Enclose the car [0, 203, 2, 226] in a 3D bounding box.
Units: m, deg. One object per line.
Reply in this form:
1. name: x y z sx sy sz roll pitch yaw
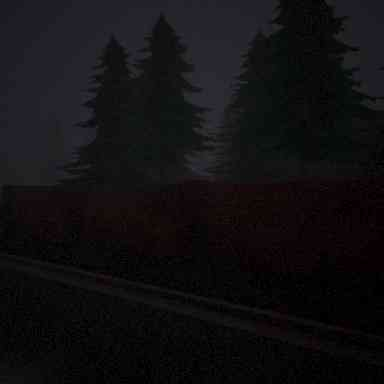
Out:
1. car: -12.315 1.476 23.035 1.882 1.535 5.008 0 0 35
